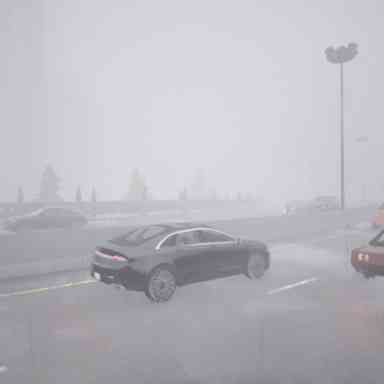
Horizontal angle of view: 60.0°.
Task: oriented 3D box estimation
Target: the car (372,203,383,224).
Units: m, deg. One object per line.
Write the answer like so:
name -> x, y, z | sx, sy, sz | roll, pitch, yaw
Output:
car -> 13.105, 1.422, 21.152 | 2.097, 1.767, 4.553 | 0, 0, 41

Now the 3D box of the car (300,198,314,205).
car -> 25.893, 2.076, 75.151 | 2.033, 1.411, 5.357 | 0, -1, 7

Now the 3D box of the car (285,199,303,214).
car -> 12.067, 1.678, 37.509 | 2.128, 1.511, 4.902 | 0, -1, 33

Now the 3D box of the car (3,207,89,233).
car -> -8.539, 1.620, 19.743 | 4.674, 1.442, 1.812 | 0, 0, -39

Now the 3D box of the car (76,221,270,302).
car -> -0.052, 1.523, 8.377 | 4.902, 1.511, 2.128 | 0, 0, -38

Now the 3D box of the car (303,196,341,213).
car -> 13.055, 1.371, 32.673 | 2.150, 2.045, 5.566 | 0, -1, 35

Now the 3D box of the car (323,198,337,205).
car -> 28.411, 1.928, 68.461 | 1.882, 1.535, 5.008 | 0, -1, 13

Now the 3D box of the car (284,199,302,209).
car -> 15.622, 1.801, 51.334 | 2.128, 1.511, 4.902 | 0, -1, 24

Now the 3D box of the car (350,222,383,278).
car -> 6.266, 1.623, 9.108 | 4.718, 1.301, 1.895 | 0, 0, -41
